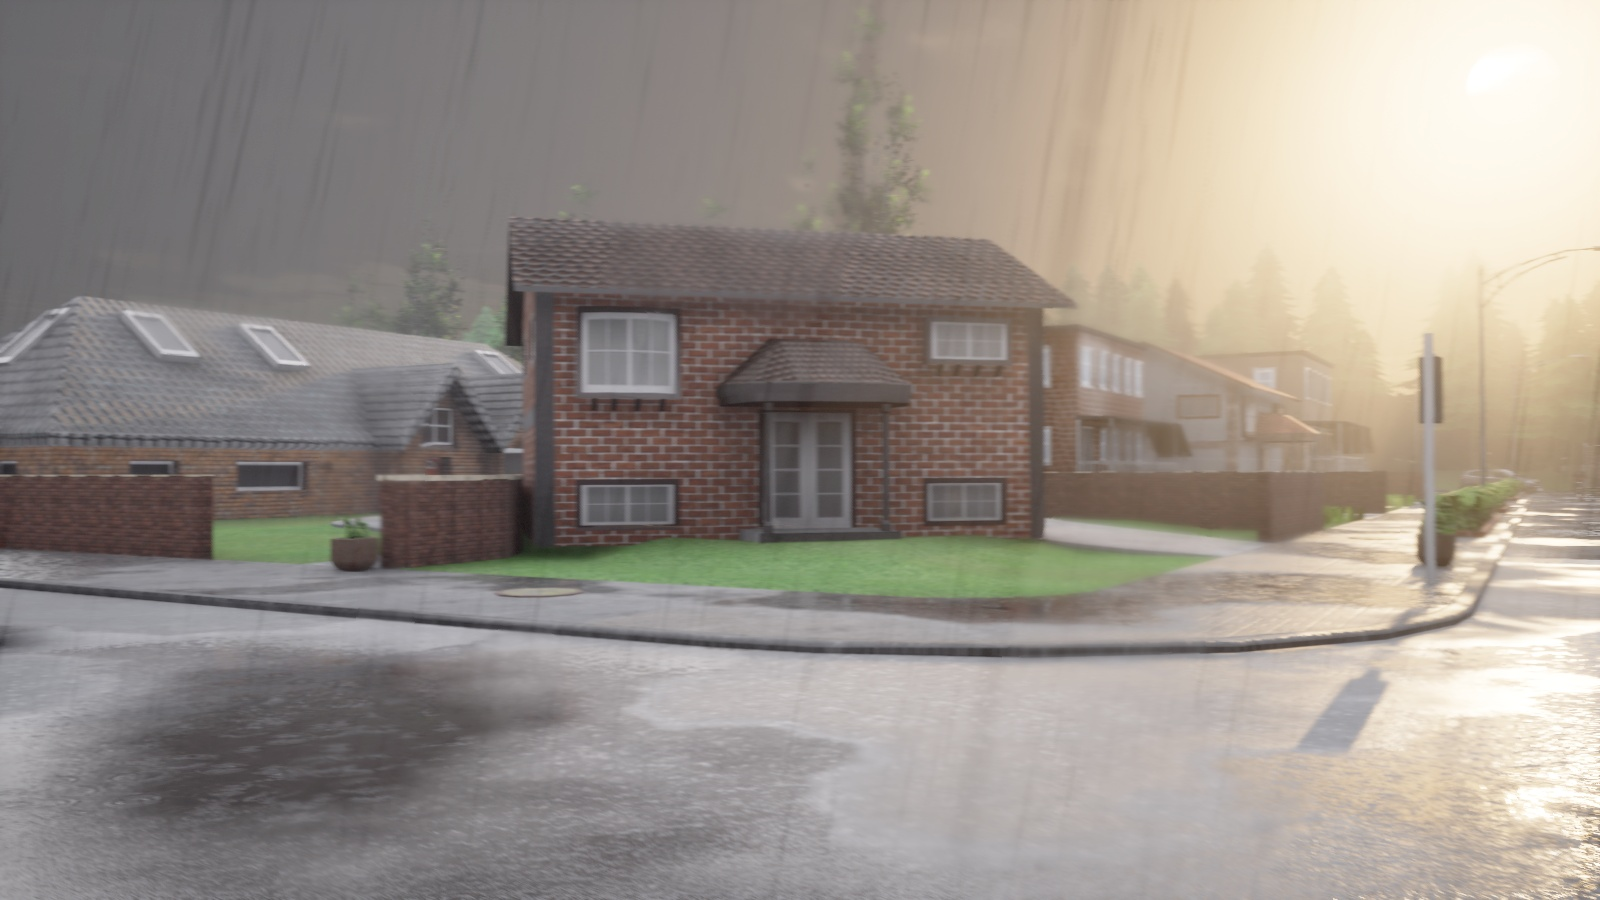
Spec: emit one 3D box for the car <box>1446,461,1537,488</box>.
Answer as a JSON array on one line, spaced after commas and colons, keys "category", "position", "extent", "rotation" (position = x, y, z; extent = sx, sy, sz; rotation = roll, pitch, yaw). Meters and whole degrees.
[{"category": "car", "position": [44.660, 1.592, 81.138], "extent": [2.242, 1.667, 4.611], "rotation": [1, -2, -40]}]
